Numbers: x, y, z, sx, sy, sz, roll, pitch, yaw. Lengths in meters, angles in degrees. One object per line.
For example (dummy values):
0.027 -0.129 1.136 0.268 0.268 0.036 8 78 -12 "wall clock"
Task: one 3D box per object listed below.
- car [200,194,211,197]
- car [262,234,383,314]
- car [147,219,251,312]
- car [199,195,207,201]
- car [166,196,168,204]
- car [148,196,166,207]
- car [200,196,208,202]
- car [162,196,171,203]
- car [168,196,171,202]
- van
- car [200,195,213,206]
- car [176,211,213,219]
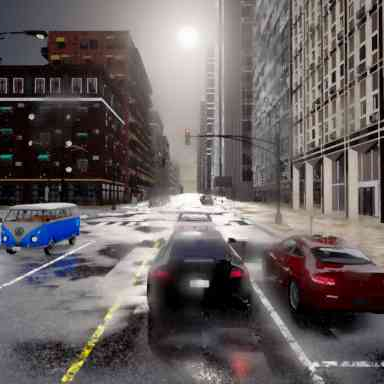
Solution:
2.764 1.330 62.244 2.192 1.841 5.009 1 0 0 "car"
2.708 1.584 7.332 1.802 1.307 4.206 1 0 0 "car"
0.112 1.566 7.797 1.994 1.385 4.181 0 0 -1 "car"
2.781 1.569 84.862 2.008 1.369 4.403 1 0 0 "car"
-5.625 1.564 56.594 2.008 1.369 4.403 1 0 0 "car"
-5.631 1.563 50.940 2.008 1.369 4.403 1 0 0 "car"
2.775 1.599 79.208 1.802 1.307 4.206 1 0 0 "car"
-5.610 1.598 73.558 1.802 1.307 4.206 1 0 0 "car"
-5.620 1.580 62.249 1.947 1.339 4.313 1 0 0 "car"
-5.750 1.345 13.024 1.690 1.788 3.998 1 0 0 "van"
2.754 1.596 56.589 1.802 1.307 4.206 1 0 0 "car"
0.112 1.606 16.614 1.895 1.301 4.718 0 0 0 "car"
